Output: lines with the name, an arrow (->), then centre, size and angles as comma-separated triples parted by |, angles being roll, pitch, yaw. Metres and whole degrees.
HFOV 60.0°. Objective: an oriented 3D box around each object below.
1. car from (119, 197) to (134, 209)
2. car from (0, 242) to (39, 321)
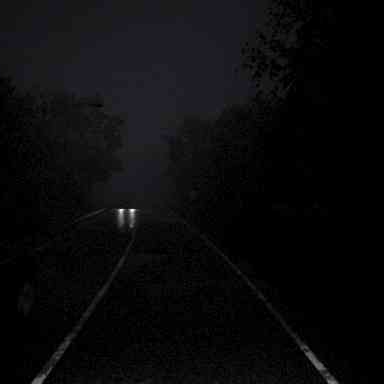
car -> -9.052, 1.545, 46.560 | 1.837, 1.490, 4.892 | 1, -1, -8
car -> -3.823, 1.500, 4.571 | 2.128, 1.511, 4.902 | 0, 0, -3
